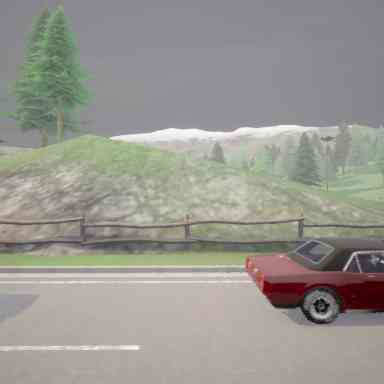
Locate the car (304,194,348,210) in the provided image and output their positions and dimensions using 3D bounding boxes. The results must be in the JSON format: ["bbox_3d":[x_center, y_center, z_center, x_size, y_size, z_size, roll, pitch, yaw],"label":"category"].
[{"bbox_3d":[17.415,1.224,43.380,2.150,2.045,5.566,0,0,-40],"label":"car"}]

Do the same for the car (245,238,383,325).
[{"bbox_3d":[3.525,1.601,6.506,4.718,1.301,1.895,0,0,-1],"label":"car"}]

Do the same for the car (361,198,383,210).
[{"bbox_3d":[23.575,1.492,41.150,2.128,1.511,4.902,0,0,-33],"label":"car"}]
